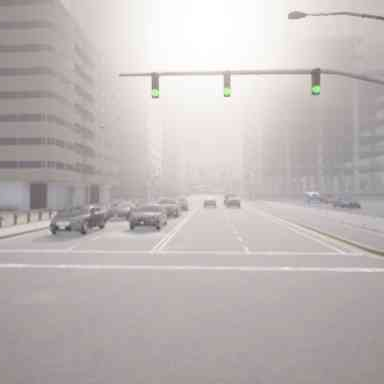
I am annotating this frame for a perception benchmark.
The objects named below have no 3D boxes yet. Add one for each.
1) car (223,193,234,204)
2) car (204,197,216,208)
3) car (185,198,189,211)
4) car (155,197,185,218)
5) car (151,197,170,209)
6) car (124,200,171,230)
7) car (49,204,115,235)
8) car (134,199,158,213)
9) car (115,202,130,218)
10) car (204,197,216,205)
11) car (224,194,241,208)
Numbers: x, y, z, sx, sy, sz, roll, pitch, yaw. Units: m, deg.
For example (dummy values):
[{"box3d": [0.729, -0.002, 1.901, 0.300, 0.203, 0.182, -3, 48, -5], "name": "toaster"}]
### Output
[{"box3d": [6.641, 1.232, 58.582, 2.150, 2.045, 5.566, 0, 0, 3], "name": "car"}, {"box3d": [2.682, 1.507, 49.483, 2.128, 1.511, 4.902, 0, 0, 3], "name": "car"}, {"box3d": [-1.552, 1.375, 40.561, 2.097, 1.767, 4.553, 0, 0, 4], "name": "car"}, {"box3d": [-2.168, 1.372, 30.664, 2.097, 1.767, 4.553, 0, 0, 3], "name": "car"}, {"box3d": [-4.548, 1.511, 48.370, 1.882, 1.535, 5.008, 0, 0, 4], "name": "car"}, {"box3d": [-2.725, 1.522, 21.537, 1.837, 1.490, 4.892, 0, 0, 3], "name": "car"}, {"box3d": [-6.375, 1.517, 19.159, 2.128, 1.511, 4.902, 0, 0, 3], "name": "car"}, {"box3d": [-5.208, 1.595, 38.268, 1.994, 1.385, 4.181, 0, 0, 3], "name": "car"}, {"box3d": [-5.812, 1.554, 28.291, 1.812, 1.442, 4.674, 0, 0, 4], "name": "car"}, {"box3d": [3.162, 1.566, 58.966, 2.033, 1.411, 5.357, 0, 0, 3], "name": "car"}, {"box3d": [6.046, 1.484, 48.794, 1.882, 1.535, 5.008, 0, 0, 3], "name": "car"}]
